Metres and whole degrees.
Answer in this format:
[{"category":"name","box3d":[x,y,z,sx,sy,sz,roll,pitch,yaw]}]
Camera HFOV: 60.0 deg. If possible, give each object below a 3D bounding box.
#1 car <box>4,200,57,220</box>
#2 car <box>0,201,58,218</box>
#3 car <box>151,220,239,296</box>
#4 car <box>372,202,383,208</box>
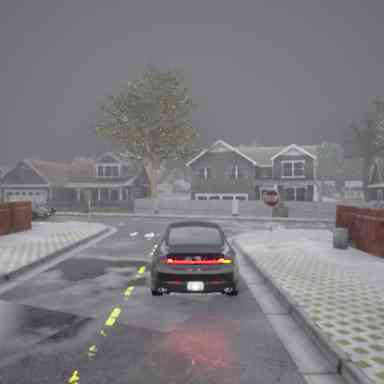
[{"category":"car","box3d":[-13.195,1.407,25.681,4.892,1.490,1.837,0,0,13]},{"category":"car","box3d":[-14.458,1.502,29.152,4.718,1.301,1.895,0,0,11]},{"category":"car","box3d":[0.046,1.494,8.590,1.837,1.490,4.892,0,0,0]},{"category":"car","box3d":[12.639,1.405,21.761,4.553,1.767,2.097,0,0,18]}]
